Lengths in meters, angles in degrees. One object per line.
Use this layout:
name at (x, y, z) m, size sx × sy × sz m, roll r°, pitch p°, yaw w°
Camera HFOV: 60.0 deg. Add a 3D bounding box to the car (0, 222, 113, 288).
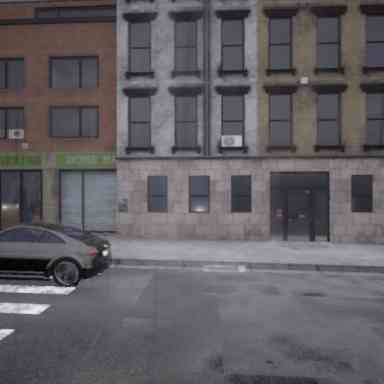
car at (-4.193, 1.489, 8.563) m, size 4.181 × 1.385 × 1.994 m, roll 1°, pitch 0°, yaw 3°
